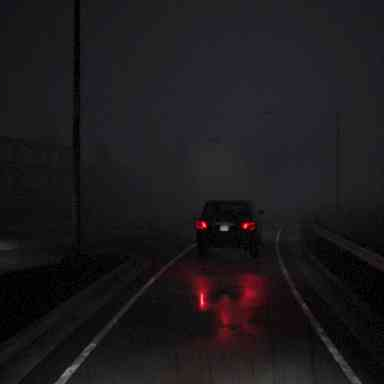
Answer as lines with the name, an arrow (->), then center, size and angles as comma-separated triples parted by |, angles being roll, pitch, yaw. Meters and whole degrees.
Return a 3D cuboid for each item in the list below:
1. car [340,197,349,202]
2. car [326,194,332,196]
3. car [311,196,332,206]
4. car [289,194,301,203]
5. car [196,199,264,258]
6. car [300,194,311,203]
car -> 39.709, 2.058, 86.874 | 2.033, 1.411, 5.357 | 0, 0, 31
car -> 32.139, 1.823, 81.217 | 2.097, 1.767, 4.553 | 0, 0, 31
car -> 23.368, 1.871, 60.000 | 1.812, 1.442, 4.674 | 0, 0, 31
car -> 26.185, 1.990, 84.898 | 1.812, 1.442, 4.674 | 0, 0, 31
car -> 1.649, 1.288, 13.373 | 2.150, 2.045, 5.566 | 0, 0, 13
car -> 28.952, 1.964, 82.715 | 1.837, 1.490, 4.892 | 0, 0, 31
